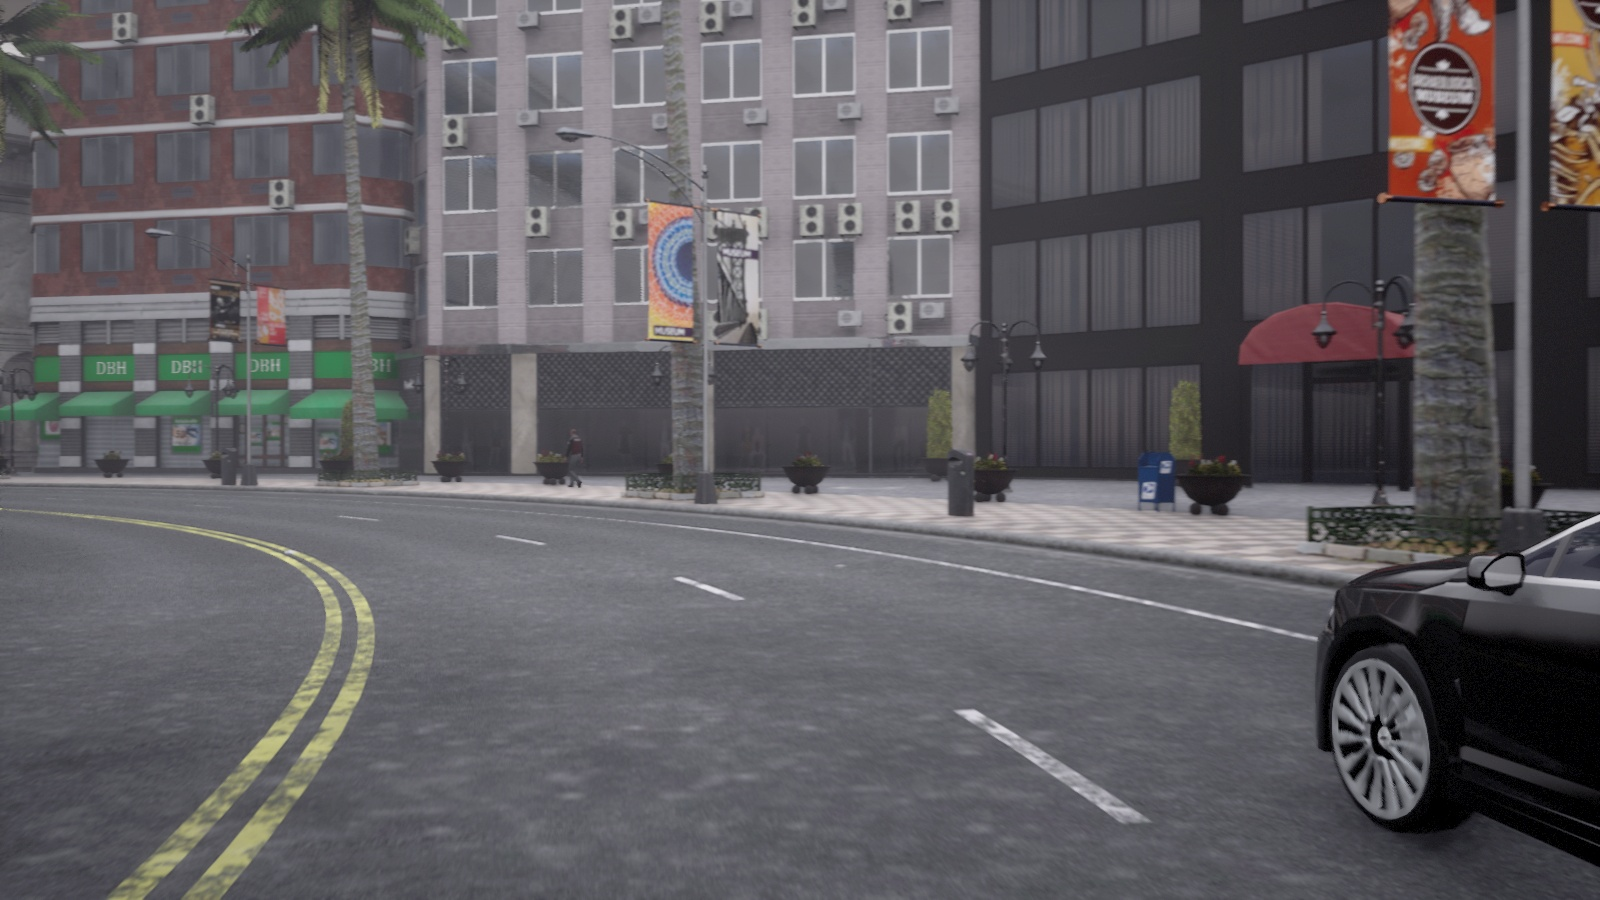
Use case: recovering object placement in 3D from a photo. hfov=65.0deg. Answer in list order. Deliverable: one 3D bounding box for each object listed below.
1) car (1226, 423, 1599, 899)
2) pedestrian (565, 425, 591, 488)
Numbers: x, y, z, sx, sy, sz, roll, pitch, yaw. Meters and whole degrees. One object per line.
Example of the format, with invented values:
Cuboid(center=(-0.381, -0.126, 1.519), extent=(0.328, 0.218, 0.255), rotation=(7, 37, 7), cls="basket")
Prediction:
Cuboid(center=(3.236, 0.682, 3.409), extent=(2.128, 1.511, 4.902), rotation=(0, 0, -5), cls="car")
Cuboid(center=(-6.574, 0.197, 37.208), extent=(0.720, 1.854, 0.376), rotation=(0, 0, 37), cls="pedestrian")
